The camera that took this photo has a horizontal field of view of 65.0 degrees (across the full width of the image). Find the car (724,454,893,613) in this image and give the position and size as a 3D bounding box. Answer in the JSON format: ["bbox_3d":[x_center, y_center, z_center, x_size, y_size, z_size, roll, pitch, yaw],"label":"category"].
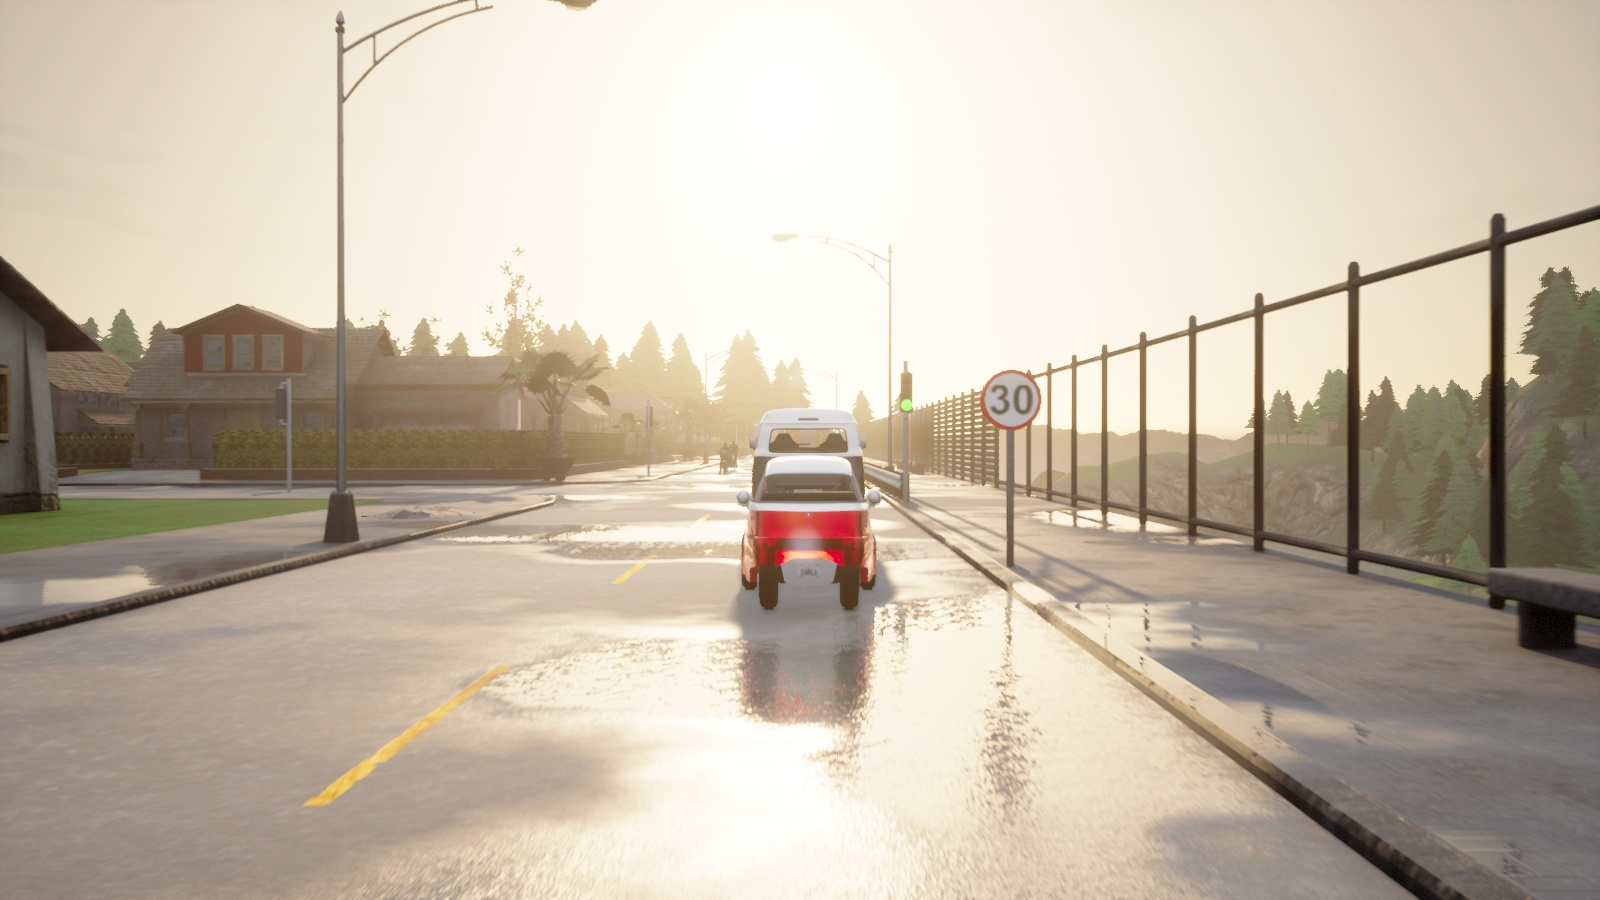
[{"bbox_3d":[0.084,0.734,12.121,1.481,1.376,2.207,0,0,0],"label":"car"}]

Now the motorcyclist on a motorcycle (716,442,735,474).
[{"bbox_3d":[-3.637,0.381,61.086,0.797,1.523,2.044,0,0,0],"label":"motorcyclist on a motorcycle"}]

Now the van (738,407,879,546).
[{"bbox_3d":[0.133,0.357,20.554,2.069,2.038,4.480,0,1,0],"label":"van"}]
